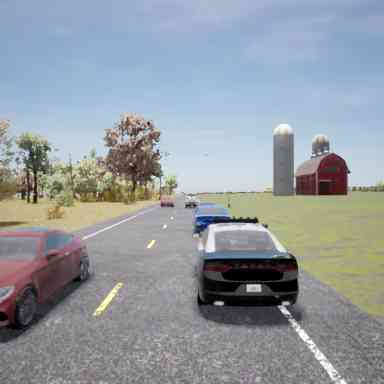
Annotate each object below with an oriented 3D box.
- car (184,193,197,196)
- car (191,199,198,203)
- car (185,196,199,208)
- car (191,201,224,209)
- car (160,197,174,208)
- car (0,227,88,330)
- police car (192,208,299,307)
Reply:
[{"bbox_3d":[-0.011,1.202,59.451,2.150,2.045,5.566,0,0,0],"label":"car"},{"bbox_3d":[1.044,1.504,24.108,1.837,1.490,4.892,0,0,0],"label":"car"},{"bbox_3d":[0.011,1.589,47.509,1.895,1.301,4.718,0,0,1],"label":"car"},{"bbox_3d":[1.046,1.478,18.107,1.882,1.535,5.008,0,0,0],"label":"car"},{"bbox_3d":[-3.607,1.465,48.556,1.882,1.535,5.008,0,0,0],"label":"car"},{"bbox_3d":[-3.600,1.526,7.023,1.812,1.442,4.674,0,0,0],"label":"car"},{"bbox_3d":[1.048,1.426,8.217,1.930,1.638,5.238,0,0,0],"label":"police car"}]
